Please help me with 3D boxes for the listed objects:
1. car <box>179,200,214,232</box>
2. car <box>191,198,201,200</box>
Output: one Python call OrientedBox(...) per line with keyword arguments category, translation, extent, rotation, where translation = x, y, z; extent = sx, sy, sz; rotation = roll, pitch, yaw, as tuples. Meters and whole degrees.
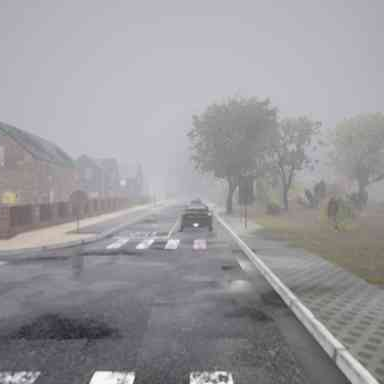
OrientedBox(category="car", translation=(0.280, 1.507, 20.330), extent=(1.837, 1.490, 4.892), rotation=(1, 0, 2))
OrientedBox(category="car", translation=(0.584, 1.570, 48.544), extent=(1.812, 1.442, 4.674), rotation=(0, 0, 1))
